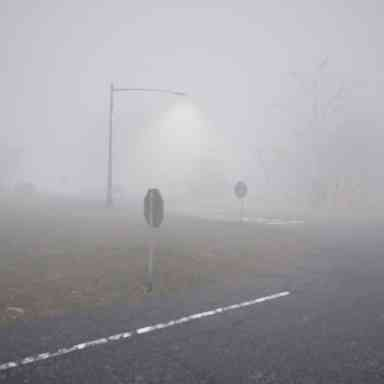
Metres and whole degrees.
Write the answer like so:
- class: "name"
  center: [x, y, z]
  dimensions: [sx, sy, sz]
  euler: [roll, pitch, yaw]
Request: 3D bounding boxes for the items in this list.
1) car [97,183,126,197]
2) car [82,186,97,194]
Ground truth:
- class: "car"
  center: [-12.110, -0.334, 50.991]
  dimensions: [2.150, 2.045, 5.566]
  euler: [1, 1, -36]
- class: "car"
  center: [-18.161, -0.328, 59.454]
  dimensions: [1.994, 1.385, 4.181]
  euler: [1, 1, -36]
